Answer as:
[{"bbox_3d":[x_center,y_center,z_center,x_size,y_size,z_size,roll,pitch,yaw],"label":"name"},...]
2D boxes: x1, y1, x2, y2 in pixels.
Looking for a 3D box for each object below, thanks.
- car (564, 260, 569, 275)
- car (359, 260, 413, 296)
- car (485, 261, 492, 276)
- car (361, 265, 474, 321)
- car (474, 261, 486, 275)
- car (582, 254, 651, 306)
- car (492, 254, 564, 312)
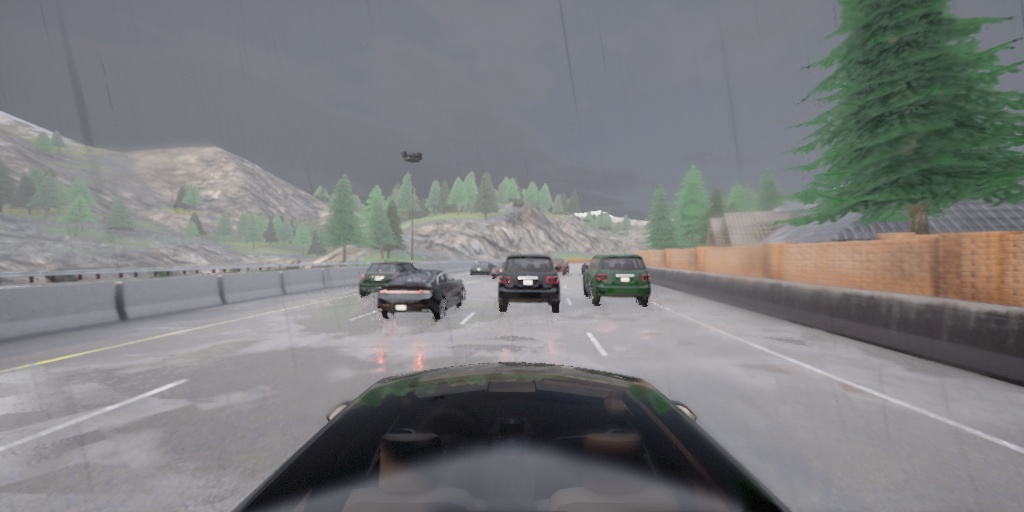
[{"bbox_3d":[4.832,1.019,37.726,2.097,1.767,4.553,0,0,14],"label":"car"},{"bbox_3d":[-5.825,1.046,18.338,2.097,1.767,4.553,0,0,6],"label":"car"},{"bbox_3d":[-0.383,1.221,30.815,2.033,1.411,5.357,0,0,11],"label":"car"},{"bbox_3d":[-2.888,1.207,12.339,2.128,1.511,4.902,0,0,4],"label":"car"},{"bbox_3d":[-2.718,1.217,36.309,1.994,1.385,4.181,0,0,13],"label":"car"},{"bbox_3d":[4.407,0.945,15.764,2.150,2.045,5.566,0,0,6],"label":"car"},{"bbox_3d":[0.750,0.940,14.248,2.150,2.045,5.566,0,0,5],"label":"car"}]
